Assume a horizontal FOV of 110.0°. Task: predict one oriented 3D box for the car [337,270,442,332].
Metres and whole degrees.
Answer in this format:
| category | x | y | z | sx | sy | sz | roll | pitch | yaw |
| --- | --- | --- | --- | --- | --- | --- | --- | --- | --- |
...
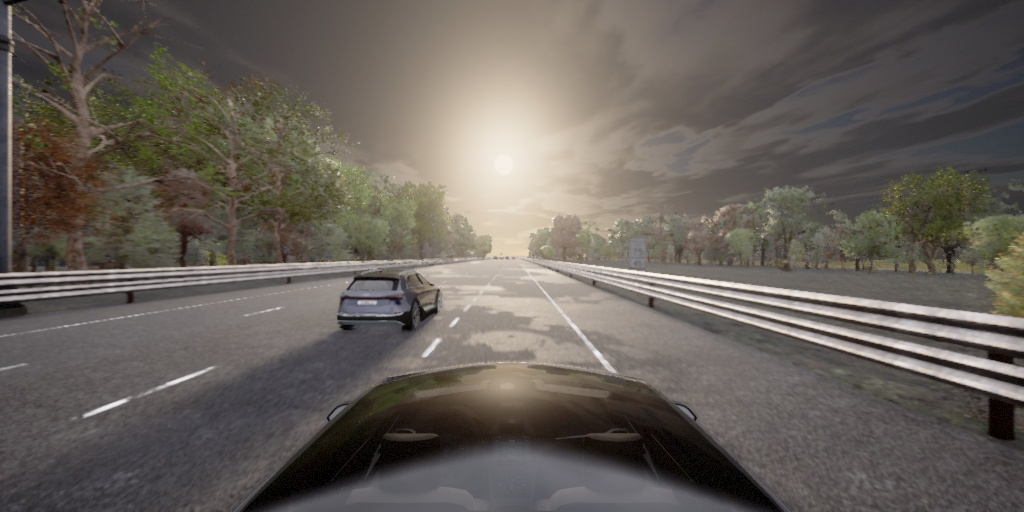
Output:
| category | x | y | z | sx | sy | sz | roll | pitch | yaw |
| --- | --- | --- | --- | --- | --- | --- | --- | --- | --- |
| car | -3.475 | 1.204 | 10.887 | 2.033 | 1.649 | 4.856 | 0 | 0 | 0 |
